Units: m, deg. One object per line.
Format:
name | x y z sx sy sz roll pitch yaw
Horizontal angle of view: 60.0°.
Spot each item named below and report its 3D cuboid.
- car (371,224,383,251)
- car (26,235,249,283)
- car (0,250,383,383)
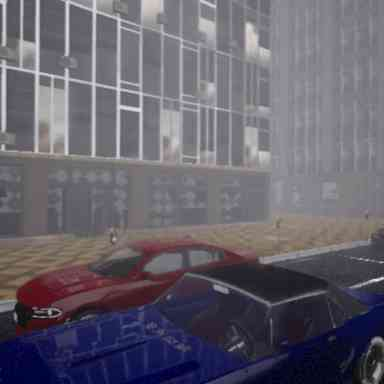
car | 8.576 1.541 12.669 4.313 1.339 1.947 0 1 -35
car | -0.691 1.540 6.071 4.507 1.381 1.887 0 1 -35
car | 0.424 1.597 3.671 4.718 1.301 1.895 0 0 -35
